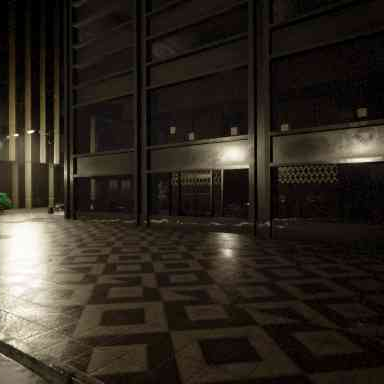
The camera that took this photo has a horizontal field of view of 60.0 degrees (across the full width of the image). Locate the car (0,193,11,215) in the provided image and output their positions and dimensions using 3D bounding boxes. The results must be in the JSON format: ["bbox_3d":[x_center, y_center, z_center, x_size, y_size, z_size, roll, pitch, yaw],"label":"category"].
[{"bbox_3d":[-19.425,1.113,30.076,2.150,2.045,5.566,0,0,37],"label":"car"}]

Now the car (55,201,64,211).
[{"bbox_3d":[-13.404,1.326,38.607,1.882,1.535,5.008,0,0,35],"label":"car"}]
